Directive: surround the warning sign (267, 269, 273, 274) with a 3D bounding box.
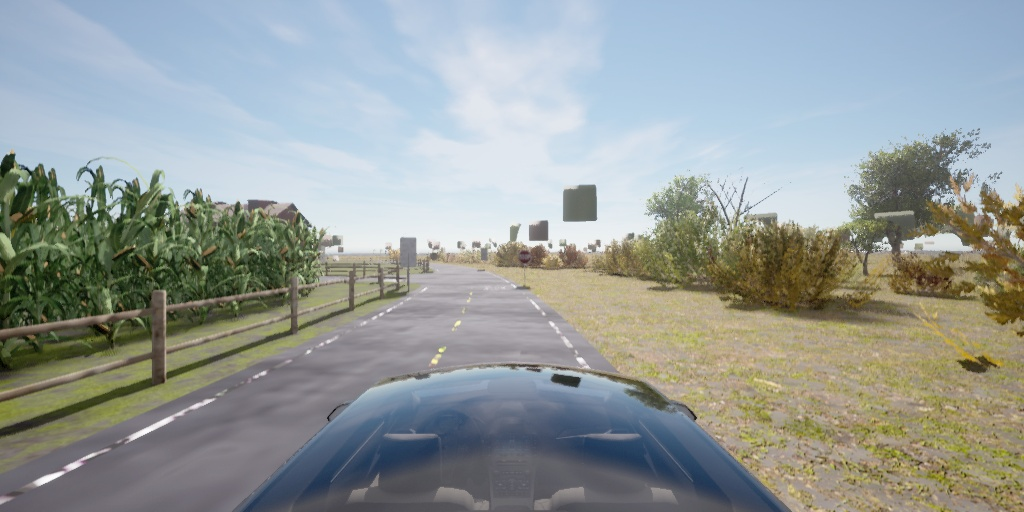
[{"bbox_3d":[-23.490,0.850,35.118,1.060,1.860,1.300,0,0,-4],"label":"warning sign"}]
